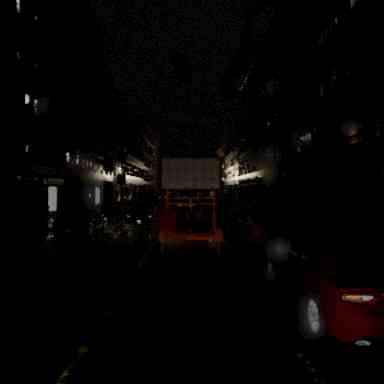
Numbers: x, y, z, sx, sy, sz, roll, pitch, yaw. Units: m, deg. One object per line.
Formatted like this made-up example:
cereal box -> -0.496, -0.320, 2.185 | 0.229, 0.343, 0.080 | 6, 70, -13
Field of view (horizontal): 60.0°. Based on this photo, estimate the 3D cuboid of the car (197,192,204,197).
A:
car -> 2.367, 0.704, 90.856 | 1.887, 1.381, 4.507 | 0, 1, 0

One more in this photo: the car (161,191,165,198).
car -> -5.871, 0.847, 51.376 | 2.192, 1.841, 5.009 | 0, 1, 0

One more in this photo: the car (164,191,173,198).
car -> -5.993, 0.655, 85.193 | 1.967, 1.590, 4.097 | 0, 1, 0

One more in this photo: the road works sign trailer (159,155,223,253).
road works sign trailer -> -0.047, 0.346, 13.065 | 2.380, 3.560, 2.880 | 0, 1, 0

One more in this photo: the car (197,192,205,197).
car -> 2.407, 0.790, 79.754 | 1.752, 1.417, 4.829 | 0, 1, 0

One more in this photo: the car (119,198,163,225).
car -> -3.181, 1.344, 22.574 | 2.033, 1.411, 5.357 | 0, 1, 0

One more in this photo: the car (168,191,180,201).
car -> -3.245, 0.962, 64.014 | 2.033, 1.411, 5.357 | 0, 1, 0

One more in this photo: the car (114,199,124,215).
car -> -5.791, 1.267, 28.663 | 1.752, 1.417, 4.829 | 0, 1, 0

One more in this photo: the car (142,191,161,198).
car -> -5.852, 1.024, 45.741 | 1.967, 1.590, 4.097 | 0, 1, 0

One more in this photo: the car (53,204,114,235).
car -> -5.752, 1.408, 17.560 | 1.947, 1.339, 4.313 | 0, 1, 0

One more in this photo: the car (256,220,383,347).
car -> 2.670, 1.487, 6.315 | 1.887, 1.381, 4.507 | 0, 1, 0

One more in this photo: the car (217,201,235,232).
car -> 2.629, 1.392, 17.587 | 2.008, 1.369, 4.403 | 0, 1, 0

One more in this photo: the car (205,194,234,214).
car -> 2.590, 1.053, 28.857 | 2.192, 1.841, 5.009 | 0, 1, 0

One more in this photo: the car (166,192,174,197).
car -> -6.013, 0.706, 90.831 | 1.887, 1.381, 4.507 | 0, 1, 0

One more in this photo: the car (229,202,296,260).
car -> 2.649, 1.332, 11.951 | 1.967, 1.590, 4.097 | 0, 1, 0
